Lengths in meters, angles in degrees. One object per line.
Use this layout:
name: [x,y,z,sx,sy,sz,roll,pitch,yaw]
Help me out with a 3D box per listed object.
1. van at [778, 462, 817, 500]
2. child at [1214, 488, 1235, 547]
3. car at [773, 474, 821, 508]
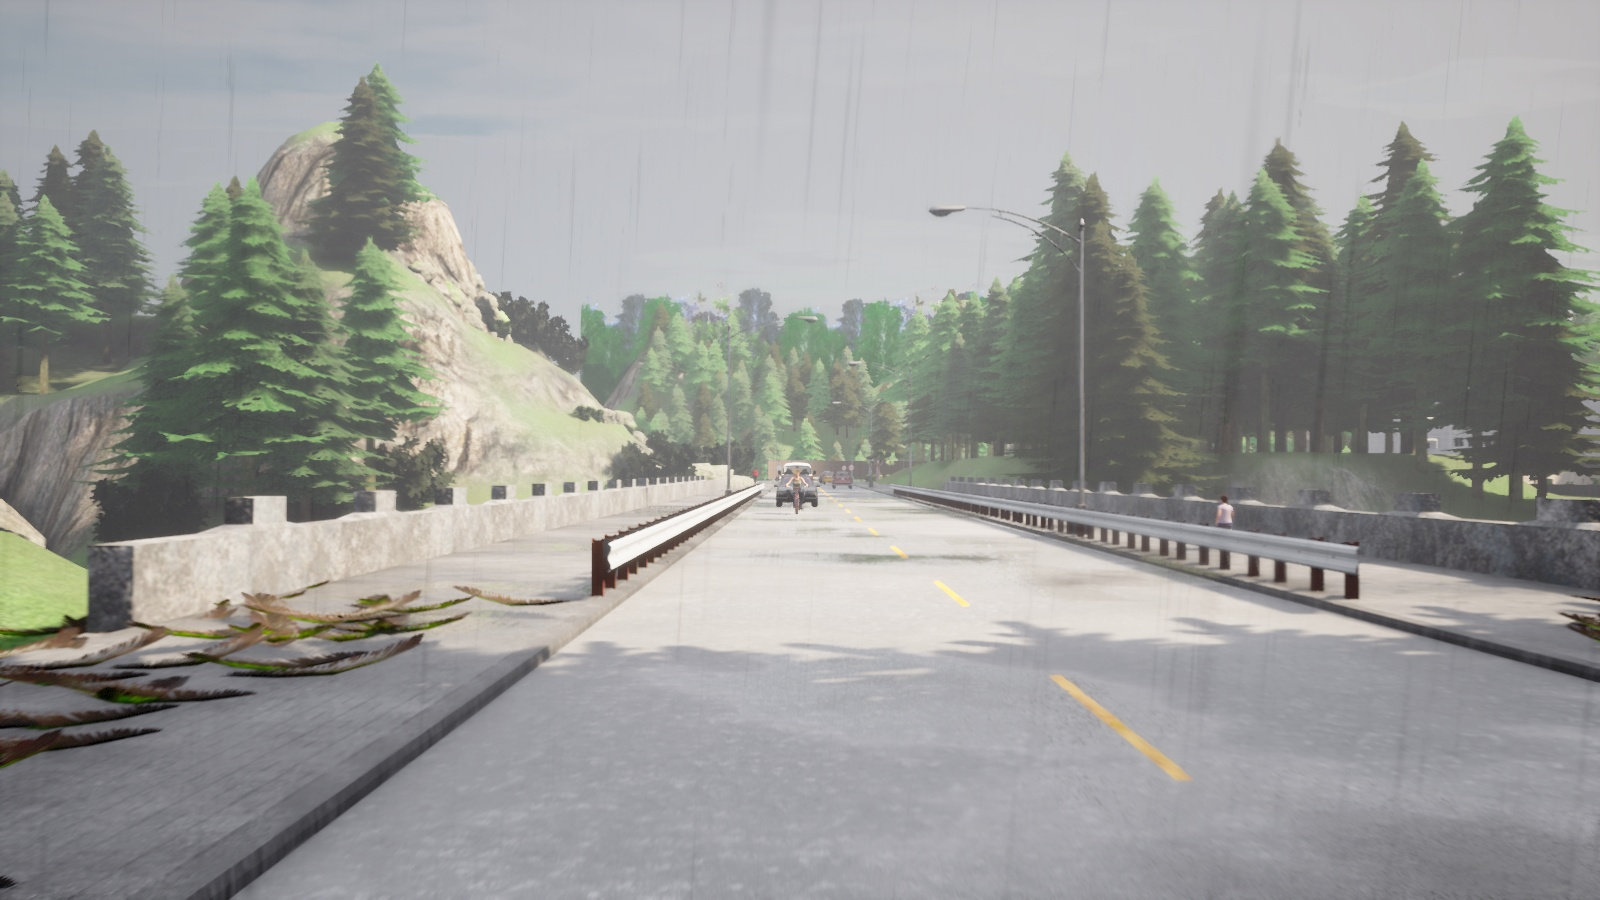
van: [-0.150,1.709,69.793,2.069,2.038,4.480,0,-1,0]
child: [8.032,1.270,23.765,0.255,1.110,0.394,0,-1,-3]
car: [-0.119,1.796,55.749,2.033,1.411,5.357,0,-1,0]
